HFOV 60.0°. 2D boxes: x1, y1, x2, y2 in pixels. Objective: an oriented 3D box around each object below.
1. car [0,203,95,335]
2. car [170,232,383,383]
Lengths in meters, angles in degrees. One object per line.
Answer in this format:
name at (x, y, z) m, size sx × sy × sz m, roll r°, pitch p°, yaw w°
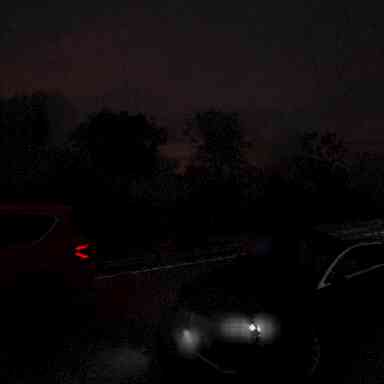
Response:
car at (-4.383, 1.229, 5.160) m, size 5.566 × 2.045 × 2.150 m, roll 0°, pitch 0°, yaw -35°
car at (1.965, 1.458, 5.372) m, size 4.902 × 1.511 × 2.128 m, roll 0°, pitch 0°, yaw -35°
